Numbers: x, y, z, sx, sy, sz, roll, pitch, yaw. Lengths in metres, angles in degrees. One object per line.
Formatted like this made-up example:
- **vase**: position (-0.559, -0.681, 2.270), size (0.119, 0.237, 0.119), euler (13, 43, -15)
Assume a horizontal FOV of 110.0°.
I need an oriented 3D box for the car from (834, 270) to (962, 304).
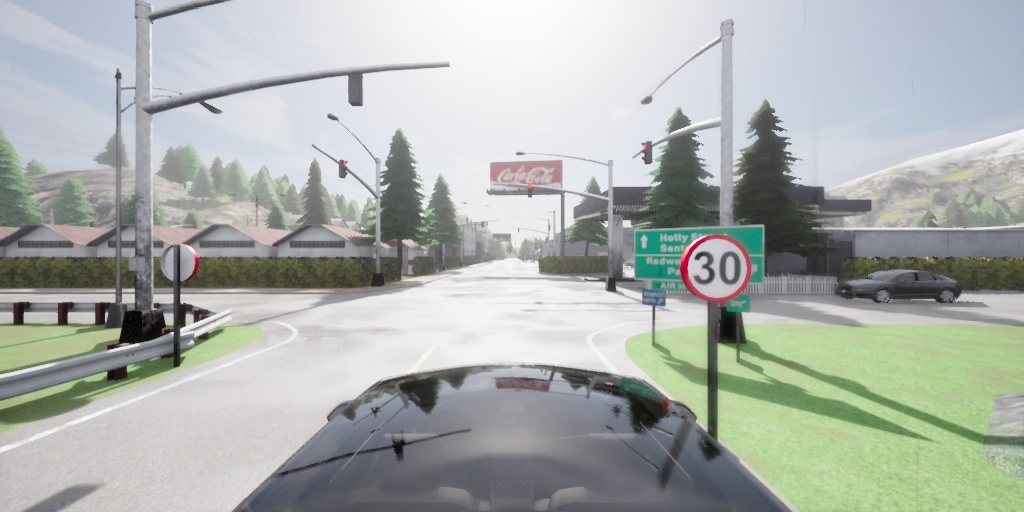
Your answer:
- **car**: position (18.393, 1.445, 17.218), size (4.892, 1.490, 1.837), euler (0, 0, 1)
